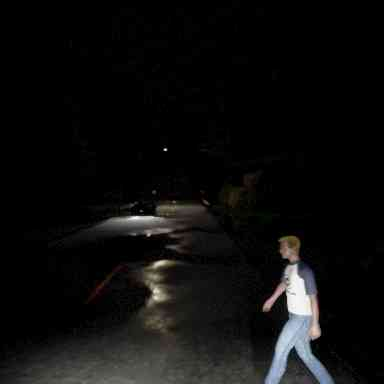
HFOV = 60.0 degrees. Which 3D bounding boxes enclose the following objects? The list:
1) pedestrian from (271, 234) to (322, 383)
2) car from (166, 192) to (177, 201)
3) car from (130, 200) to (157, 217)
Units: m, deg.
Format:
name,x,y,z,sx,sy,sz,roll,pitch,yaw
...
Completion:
name,x,y,z,sx,sy,sz,roll,pitch,yaw
pedestrian,1.106,1.279,3.570,0.375,1.860,0.375,0,0,0
car,-4.657,1.134,75.748,2.150,2.045,5.566,0,0,-1
car,-4.291,1.444,30.108,1.994,1.385,4.181,0,0,0
